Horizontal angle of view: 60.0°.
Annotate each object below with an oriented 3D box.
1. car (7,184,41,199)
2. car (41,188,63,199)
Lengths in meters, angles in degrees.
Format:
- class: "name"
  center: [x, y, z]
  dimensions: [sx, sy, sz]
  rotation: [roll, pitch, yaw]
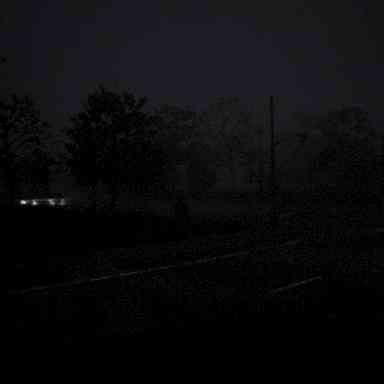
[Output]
- class: "car"
  center: [-24.917, -0.076, 48.591]
  dimensions: [5.566, 2.045, 2.150]
  rotation: [3, 3, 39]
- class: "car"
  center: [-21.541, 0.130, 50.368]
  dimensions: [5.008, 1.535, 1.882]
  rotation: [3, 3, 39]
